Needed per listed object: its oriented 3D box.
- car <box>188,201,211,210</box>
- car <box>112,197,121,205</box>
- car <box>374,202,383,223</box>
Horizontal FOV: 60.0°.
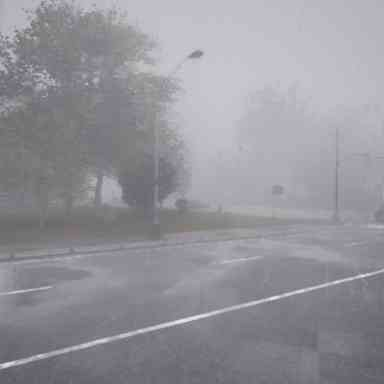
[{"bbox_3d":[0.569,1.883,47.708,1.895,1.301,4.718,1,0,-38],"label":"car"},{"bbox_3d":[-14.350,1.734,66.967,1.882,1.535,5.008,1,0,-38],"label":"car"},{"bbox_3d":[17.141,1.597,26.322,2.097,1.767,4.553,1,0,-38],"label":"car"}]
